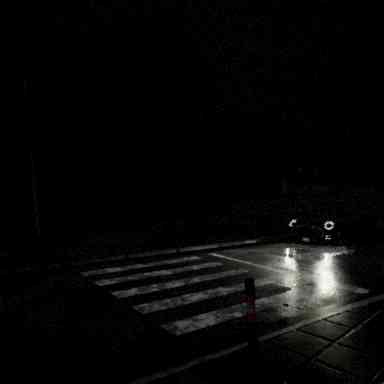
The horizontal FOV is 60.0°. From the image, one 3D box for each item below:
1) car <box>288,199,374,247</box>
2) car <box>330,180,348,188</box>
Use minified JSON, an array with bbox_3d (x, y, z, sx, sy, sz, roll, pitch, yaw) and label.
[{"bbox_3d":[6.201,1.241,14.746,4.553,1.767,2.097,-2,1,-42],"label":"car"},{"bbox_3d":[26.929,-1.537,60.979,1.882,1.535,5.008,-3,1,5],"label":"car"}]
